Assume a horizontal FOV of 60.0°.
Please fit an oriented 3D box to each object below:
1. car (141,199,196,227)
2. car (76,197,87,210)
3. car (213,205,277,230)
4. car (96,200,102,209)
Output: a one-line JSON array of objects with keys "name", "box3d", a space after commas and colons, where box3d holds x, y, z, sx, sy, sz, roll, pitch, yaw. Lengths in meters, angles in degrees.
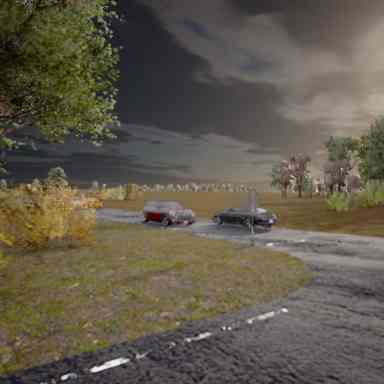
[{"name": "car", "box3d": [-1.697, 1.367, 23.145, 2.097, 1.767, 4.553, 1, 0, -36]}, {"name": "car", "box3d": [-13.974, 1.387, 40.370, 2.097, 1.767, 4.553, 1, 0, -35]}, {"name": "car", "box3d": [3.359, 1.562, 21.679, 1.812, 1.442, 4.674, 1, 0, -36]}, {"name": "car", "box3d": [-14.044, 1.542, 45.843, 1.882, 1.535, 5.008, 1, 0, -35]}]
